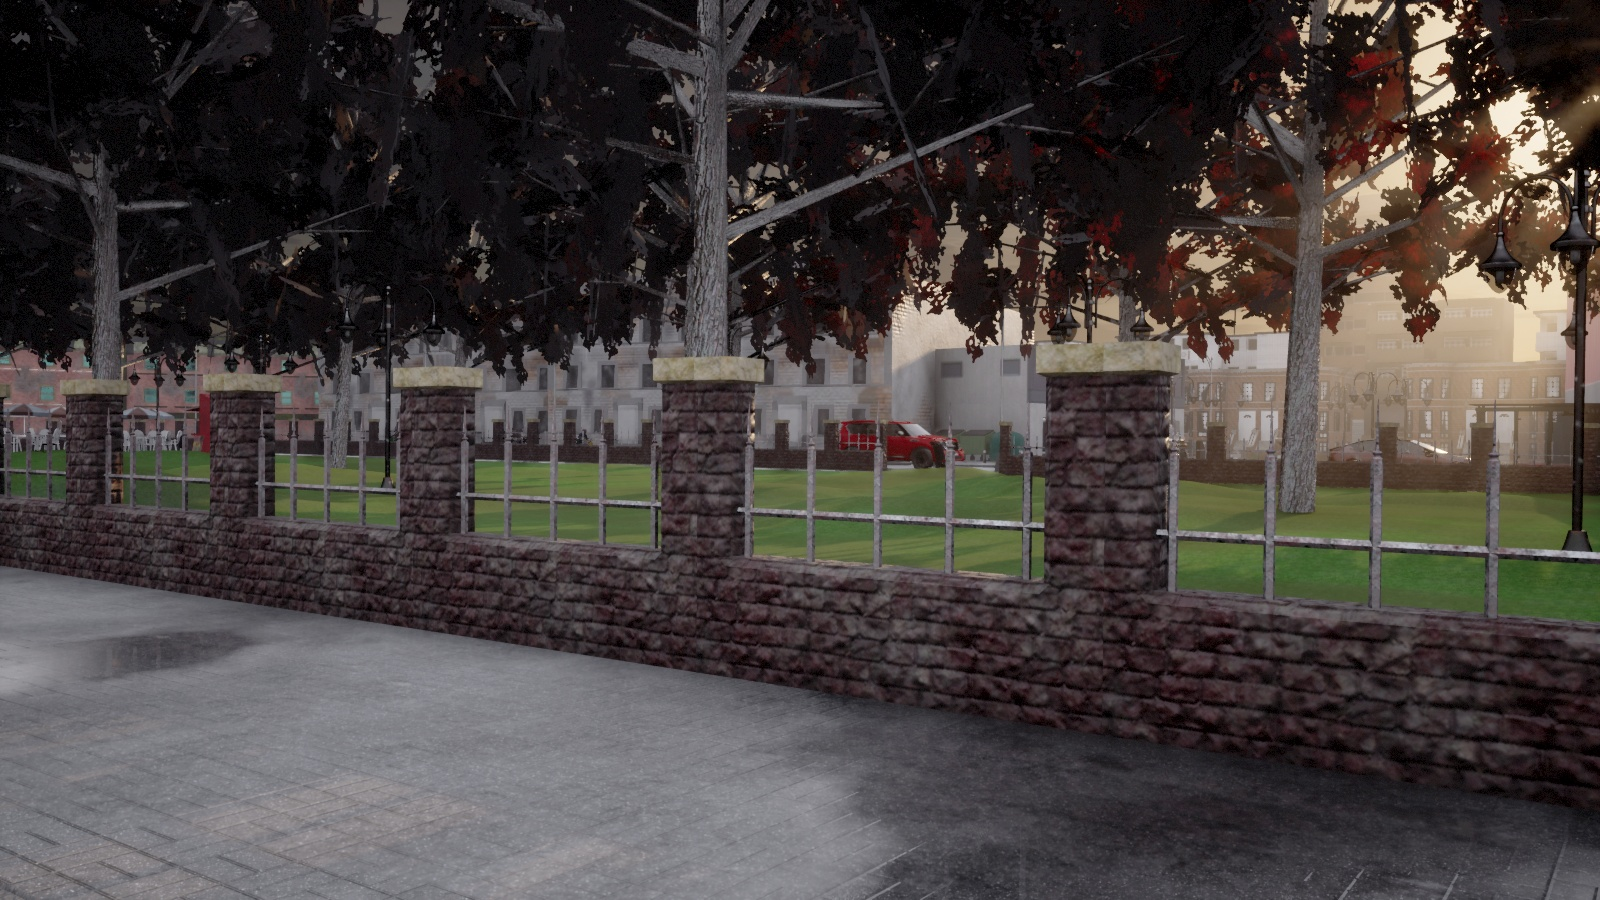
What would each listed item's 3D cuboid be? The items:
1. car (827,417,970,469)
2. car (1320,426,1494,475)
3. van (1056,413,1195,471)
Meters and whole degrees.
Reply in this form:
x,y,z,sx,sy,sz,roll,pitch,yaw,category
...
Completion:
x,y,z,sx,sy,sz,roll,pitch,yaw,category
4.033,-0.296,52.063,5.566,2.045,2.150,0,1,35,car
19.728,-0.006,40.903,4.792,1.488,2.163,0,1,36,car
11.996,-0.284,46.400,4.480,2.038,2.069,-1,1,36,van
